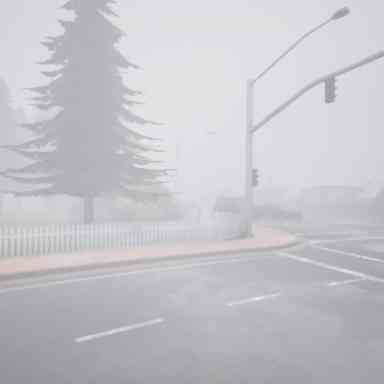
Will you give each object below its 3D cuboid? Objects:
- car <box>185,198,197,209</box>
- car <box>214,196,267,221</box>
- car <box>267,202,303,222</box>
[{"bbox_3d":[-0.820,1.735,50.055,1.837,1.490,4.892,1,0,-23],"label":"car"},{"bbox_3d":[3.932,1.423,29.670,2.150,2.045,5.566,1,0,-23],"label":"car"},{"bbox_3d":[7.738,1.717,29.642,1.882,1.535,5.008,1,0,-23],"label":"car"}]
